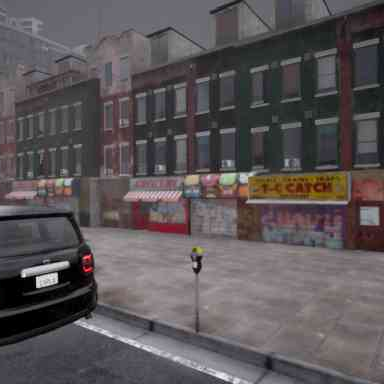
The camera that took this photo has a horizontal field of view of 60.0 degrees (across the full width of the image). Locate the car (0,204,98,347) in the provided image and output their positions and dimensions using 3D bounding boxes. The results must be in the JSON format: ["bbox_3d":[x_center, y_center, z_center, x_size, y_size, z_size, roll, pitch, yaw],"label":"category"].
[{"bbox_3d":[-4.044,1.227,5.828,5.566,2.045,2.150,0,0,35],"label":"car"}]
